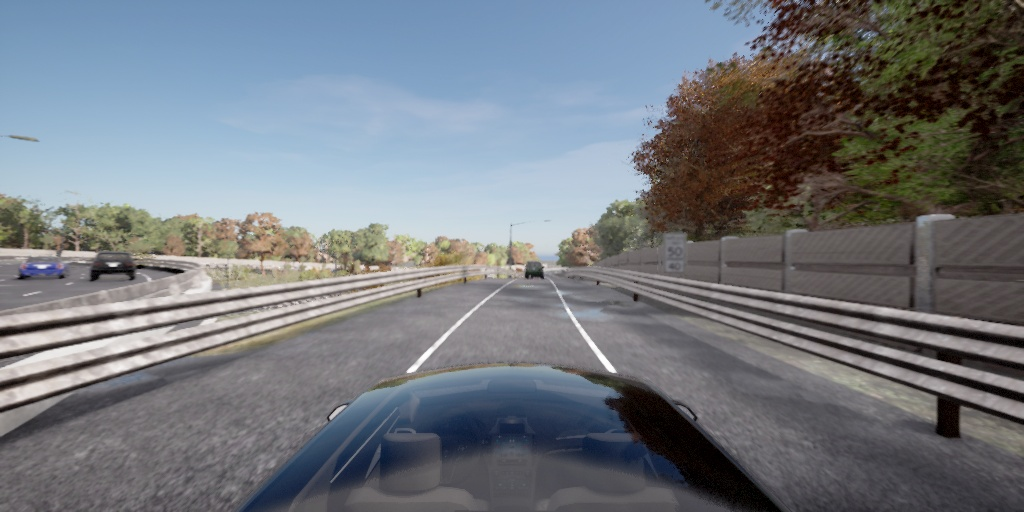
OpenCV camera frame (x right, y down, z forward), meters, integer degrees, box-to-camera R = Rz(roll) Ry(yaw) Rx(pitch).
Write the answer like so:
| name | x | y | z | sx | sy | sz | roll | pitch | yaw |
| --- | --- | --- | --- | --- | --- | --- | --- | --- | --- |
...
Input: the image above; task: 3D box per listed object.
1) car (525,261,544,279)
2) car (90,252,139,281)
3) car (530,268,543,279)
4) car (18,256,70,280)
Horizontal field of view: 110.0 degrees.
| name | x | y | z | sx | sy | sz | roll | pitch | yaw |
| --- | --- | --- | --- | --- | --- | --- | --- | --- | --- |
| car | 2.720 | 1.711 | 43.599 | 2.150 | 2.045 | 5.566 | 1 | -3 | 5 |
| car | -29.348 | 0.712 | 26.498 | 5.566 | 2.045 | 2.150 | 0 | 0 | 44 |
| car | 3.767 | 2.670 | 54.228 | 1.812 | 1.442 | 4.674 | 1 | -4 | 7 |
| car | -35.190 | 0.787 | 27.087 | 4.553 | 1.767 | 2.097 | 1 | 0 | 42 |
